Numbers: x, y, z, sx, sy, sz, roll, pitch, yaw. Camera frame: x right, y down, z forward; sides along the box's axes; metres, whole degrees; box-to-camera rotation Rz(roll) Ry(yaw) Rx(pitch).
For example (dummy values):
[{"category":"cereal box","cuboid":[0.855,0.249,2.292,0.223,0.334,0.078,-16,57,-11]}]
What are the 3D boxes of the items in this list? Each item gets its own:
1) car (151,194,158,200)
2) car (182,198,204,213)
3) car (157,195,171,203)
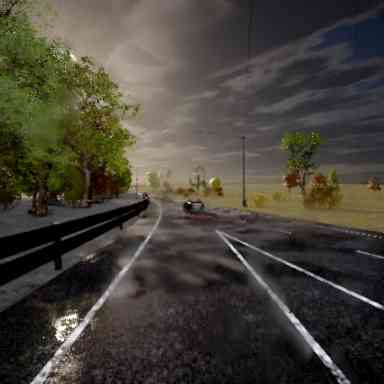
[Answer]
[{"category":"car","cuboid":[-9.848,1.569,94.389,1.895,1.301,4.718,0,0,-10]},{"category":"car","cuboid":[0.110,1.462,36.921,2.128,1.511,4.902,0,0,-10]},{"category":"car","cuboid":[-5.534,1.533,69.500,1.994,1.385,4.181,0,0,-10]}]
